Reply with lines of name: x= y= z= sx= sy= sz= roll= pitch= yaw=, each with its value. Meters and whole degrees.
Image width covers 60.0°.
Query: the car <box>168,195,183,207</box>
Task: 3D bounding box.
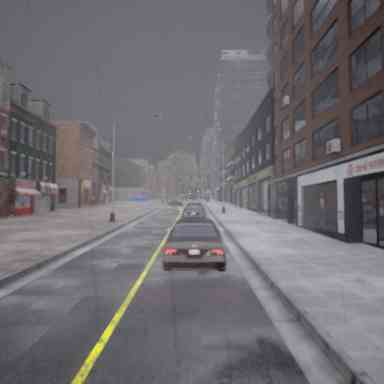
car: x=-2.555 y=1.312 z=51.748 sx=2.097 sy=1.767 sz=4.553 roll=0 pitch=0 yaw=1

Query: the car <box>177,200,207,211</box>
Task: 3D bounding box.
car: x=0.175 y=1.573 z=25.958 sx=2.033 sy=1.411 sz=5.357 roll=0 pitch=0 yaw=1

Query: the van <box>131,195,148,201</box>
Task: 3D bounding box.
van: x=-12.506 y=1.566 z=79.436 sx=3.998 sy=1.788 sz=1.690 roll=0 pitch=-3 yaw=0

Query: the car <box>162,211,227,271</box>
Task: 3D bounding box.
car: x=0.094 y=1.577 z=10.977 sx=2.033 sy=1.411 sz=5.357 roll=0 pitch=0 yaw=1
